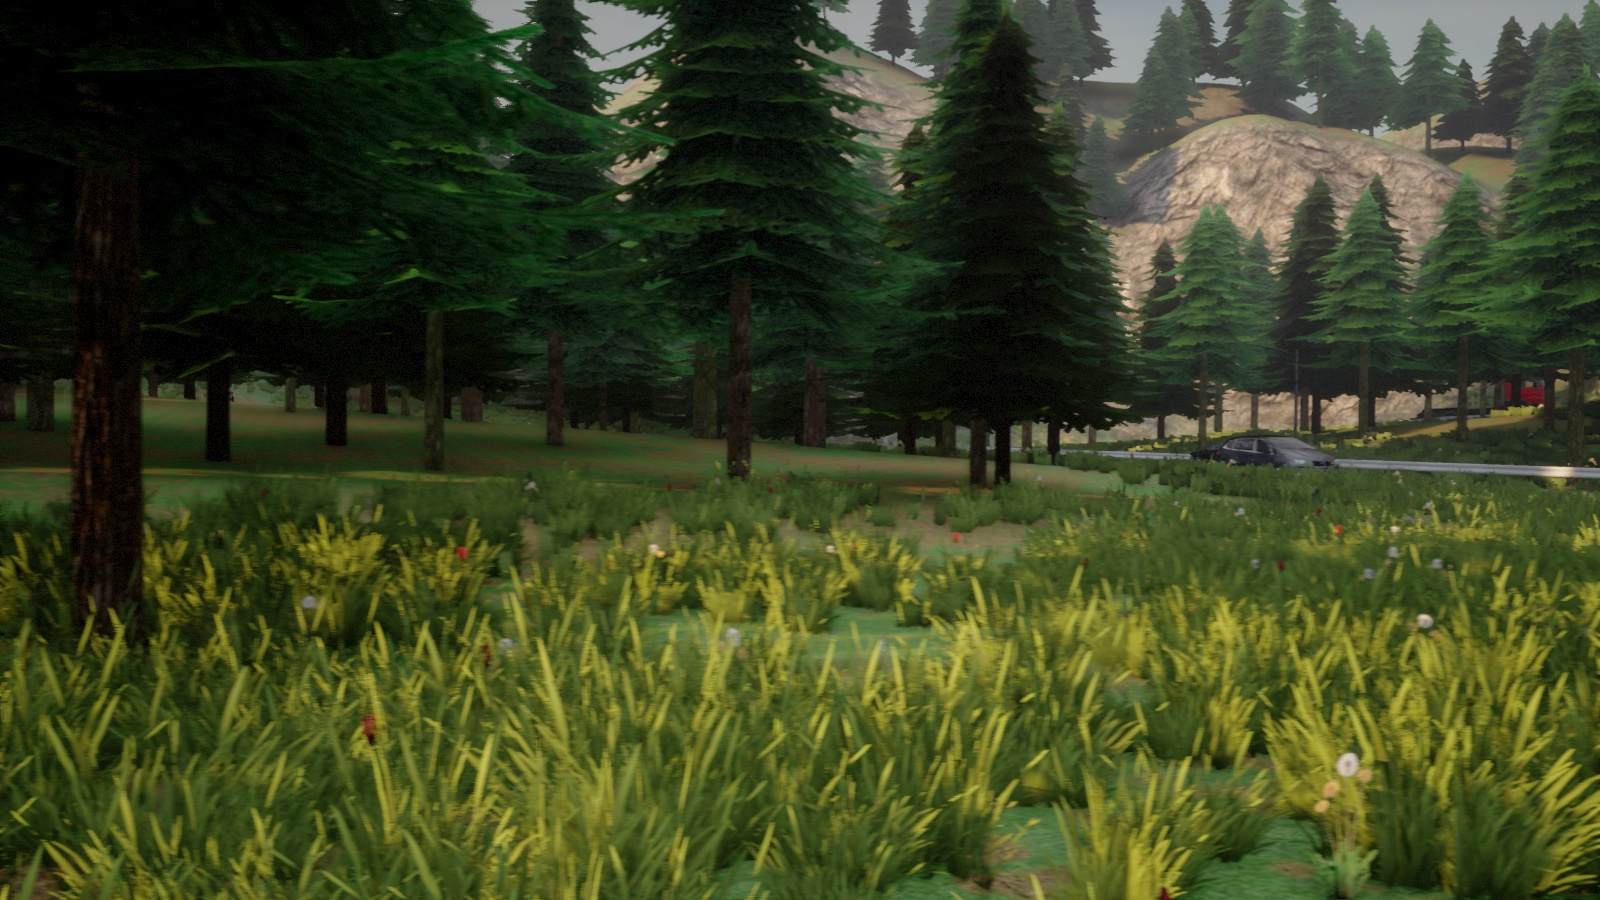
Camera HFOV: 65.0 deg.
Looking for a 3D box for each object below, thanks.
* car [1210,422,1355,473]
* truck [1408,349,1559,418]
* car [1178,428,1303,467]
[{"bbox_3d":[16.750,-0.113,43.855,2.242,1.667,4.611,-1,1,-21],"label":"car"},{"bbox_3d":[44.043,-4.201,81.047,7.936,3.462,2.891,-6,-3,38],"label":"truck"},{"bbox_3d":[17.775,-0.128,50.989,2.128,1.511,4.902,-1,1,-21],"label":"car"}]
